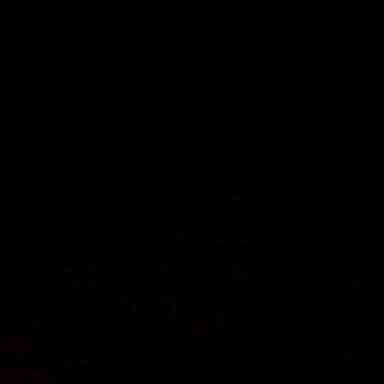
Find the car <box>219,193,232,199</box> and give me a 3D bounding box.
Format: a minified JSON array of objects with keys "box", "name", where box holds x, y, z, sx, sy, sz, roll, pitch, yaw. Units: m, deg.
[{"box":[9.236,1.022,92.309,1.882,1.535,5.008,1,0,-25],"name":"car"}]
